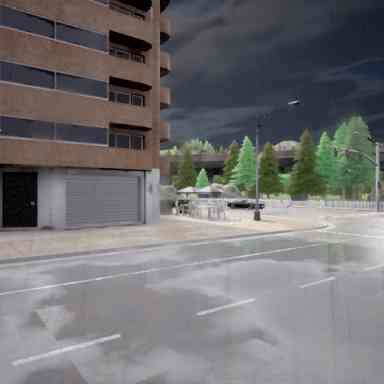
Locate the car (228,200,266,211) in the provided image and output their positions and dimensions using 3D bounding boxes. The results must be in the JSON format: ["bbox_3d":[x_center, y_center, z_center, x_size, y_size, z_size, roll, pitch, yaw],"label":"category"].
[{"bbox_3d":[6.467,1.545,39.534,1.895,1.301,4.718,0,0,-36],"label":"car"}]

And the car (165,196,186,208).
[{"bbox_3d":[-1.874,1.296,44.513,2.097,1.767,4.553,0,0,-43],"label":"car"}]
